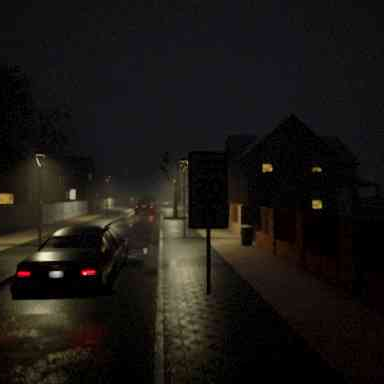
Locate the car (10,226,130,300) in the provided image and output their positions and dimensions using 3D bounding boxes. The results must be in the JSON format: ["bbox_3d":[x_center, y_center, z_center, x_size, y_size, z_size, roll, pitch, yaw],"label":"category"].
[{"bbox_3d":[-2.772,1.612,8.728,2.033,1.411,5.357,0,0,-5],"label":"car"}]

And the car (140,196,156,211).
[{"bbox_3d":[-6.427,1.620,48.806,2.150,2.045,5.566,0,0,-5],"label":"car"}]

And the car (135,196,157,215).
[{"bbox_3d":[-5.457,1.666,38.704,2.097,1.767,4.553,0,0,-5],"label":"car"}]
